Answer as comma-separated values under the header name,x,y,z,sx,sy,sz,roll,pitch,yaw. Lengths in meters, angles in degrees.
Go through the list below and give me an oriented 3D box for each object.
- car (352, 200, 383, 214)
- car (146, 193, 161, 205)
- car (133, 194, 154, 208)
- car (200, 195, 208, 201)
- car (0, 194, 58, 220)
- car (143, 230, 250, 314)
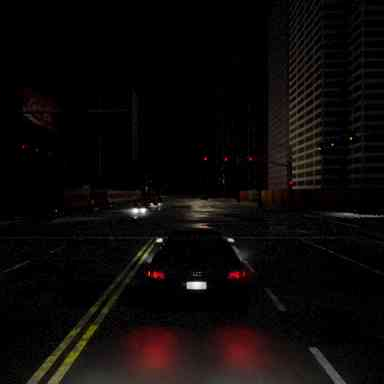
name,x,y,z,sx,sy,sz,roll,pitch,yaw
car,19.626,1.547,34.471,5.357,1.411,2.033,0,0,0
car,-7.229,1.221,58.018,2.150,2.045,5.566,0,0,0
car,-7.214,1.491,48.065,2.128,1.511,4.902,0,0,0
car,3.268,1.525,87.523,2.128,1.511,4.902,0,0,0
car,-14.004,1.222,27.314,5.566,2.045,2.150,0,0,-5
car,0.076,1.564,7.685,1.994,1.385,4.181,0,0,0
